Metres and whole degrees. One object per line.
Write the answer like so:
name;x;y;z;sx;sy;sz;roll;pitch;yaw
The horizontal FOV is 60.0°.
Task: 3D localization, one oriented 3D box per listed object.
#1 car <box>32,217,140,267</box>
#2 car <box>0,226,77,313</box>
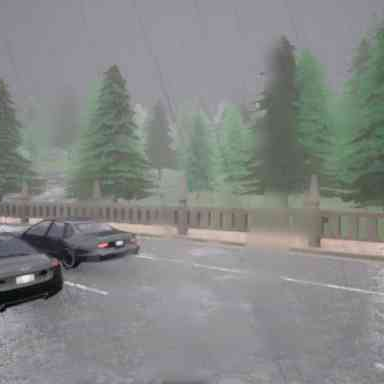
car;-4.228;1.546;11.128;5.357;1.411;2.033;0;0;33
car;-4.713;1.562;7.220;4.181;1.385;1.994;0;0;34
